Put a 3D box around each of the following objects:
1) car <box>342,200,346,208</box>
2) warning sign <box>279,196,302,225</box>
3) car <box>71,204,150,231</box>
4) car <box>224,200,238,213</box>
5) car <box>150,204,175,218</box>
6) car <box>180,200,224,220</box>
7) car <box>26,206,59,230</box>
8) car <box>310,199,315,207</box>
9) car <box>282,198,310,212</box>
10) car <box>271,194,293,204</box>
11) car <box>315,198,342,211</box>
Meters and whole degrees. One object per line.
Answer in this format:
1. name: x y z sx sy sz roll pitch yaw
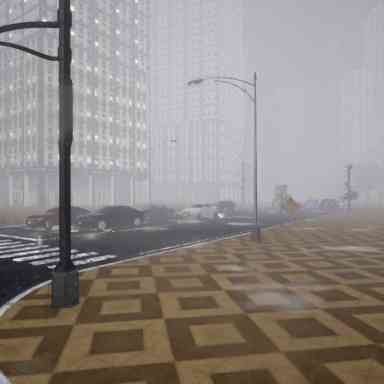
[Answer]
1. car: 24.421 1.966 55.223 1.895 1.301 4.718 0 0 30
2. warning sign: 6.804 1.251 22.965 1.300 1.860 1.060 0 0 34
3. car: -5.307 1.606 21.997 1.882 1.535 5.008 0 -1 34
4. car: 4.013 1.784 41.468 1.837 1.490 4.892 0 -1 34
5. car: -3.668 1.793 30.160 1.895 1.301 4.718 0 -1 34
6. car: 0.792 1.724 30.938 1.812 1.442 4.674 0 0 34
7. car: -8.802 1.659 22.635 1.812 1.442 4.674 0 -1 34
8. car: 19.101 1.831 52.762 1.882 1.535 5.008 0 0 31
9. car: 13.880 1.898 44.366 1.895 1.301 4.718 0 -1 33
10. car: 13.695 1.219 50.187 2.150 2.045 5.566 0 0 32
11. car: 19.263 1.663 46.740 2.097 1.767 4.553 0 0 32
